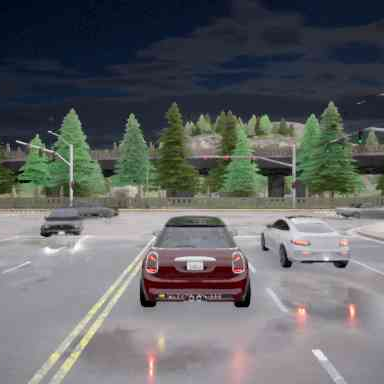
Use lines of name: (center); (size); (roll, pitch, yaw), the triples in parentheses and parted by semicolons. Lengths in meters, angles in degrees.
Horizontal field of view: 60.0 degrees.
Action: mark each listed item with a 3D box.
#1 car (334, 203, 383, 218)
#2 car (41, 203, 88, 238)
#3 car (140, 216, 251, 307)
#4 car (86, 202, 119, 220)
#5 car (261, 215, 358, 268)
car: (14.411, 1.555, 27.354); (4.718, 1.301, 1.895); (0, 0, 1)
car: (-6.934, 1.551, 18.301); (2.033, 1.411, 5.357); (0, 0, -17)
car: (0.078, 1.355, 8.127); (2.097, 1.767, 4.553); (0, 0, 1)
car: (-8.264, 1.528, 27.707); (4.181, 1.385, 1.994); (0, 1, 1)
car: (3.594, 1.530, 11.174); (1.812, 1.442, 4.674); (0, 0, 0)
